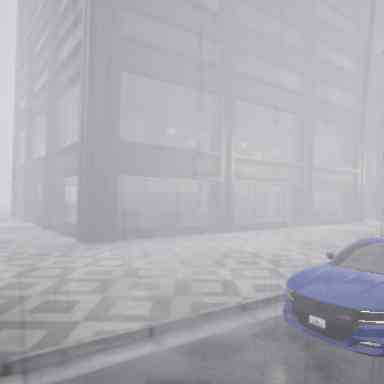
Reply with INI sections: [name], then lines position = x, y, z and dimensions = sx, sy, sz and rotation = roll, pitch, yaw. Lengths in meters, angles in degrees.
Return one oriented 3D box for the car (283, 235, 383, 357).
[car]
position = 3.773, 1.571, 6.070
dimensions = 5.008, 1.535, 1.882
rotation = 1, -1, -36
